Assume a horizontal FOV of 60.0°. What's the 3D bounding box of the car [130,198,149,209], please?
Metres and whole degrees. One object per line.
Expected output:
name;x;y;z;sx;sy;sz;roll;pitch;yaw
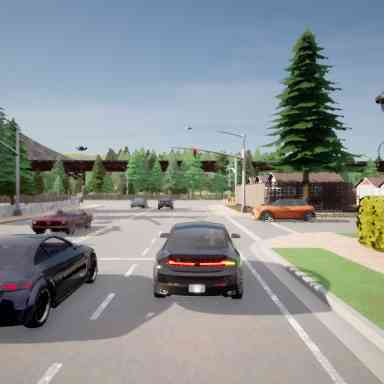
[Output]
car;-7.066;1.525;44.691;1.812;1.442;4.674;0;0;0

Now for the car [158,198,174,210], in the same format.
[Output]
car;-3.411;1.505;43.737;1.837;1.490;4.892;0;0;0

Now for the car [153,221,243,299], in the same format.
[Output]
car;0.193;1.505;8.465;1.837;1.490;4.892;0;0;2

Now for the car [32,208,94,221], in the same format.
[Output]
car;-7.105;1.601;18.676;1.895;1.301;4.718;0;0;0

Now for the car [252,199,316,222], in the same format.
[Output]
car;6.826;1.315;25.022;4.553;1.767;2.097;0;0;2

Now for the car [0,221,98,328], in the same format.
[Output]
car;-3.420;1.564;6.979;1.994;1.385;4.181;0;0;0
